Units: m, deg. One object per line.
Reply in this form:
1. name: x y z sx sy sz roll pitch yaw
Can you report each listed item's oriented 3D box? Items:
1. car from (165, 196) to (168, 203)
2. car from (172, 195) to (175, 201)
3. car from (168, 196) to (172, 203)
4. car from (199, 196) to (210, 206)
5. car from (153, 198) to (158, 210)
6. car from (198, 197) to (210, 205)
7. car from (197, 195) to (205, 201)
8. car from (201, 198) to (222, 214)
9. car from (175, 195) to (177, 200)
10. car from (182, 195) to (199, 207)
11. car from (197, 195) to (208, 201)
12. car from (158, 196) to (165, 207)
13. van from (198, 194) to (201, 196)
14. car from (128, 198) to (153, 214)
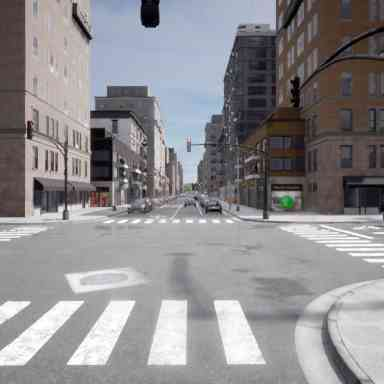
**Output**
1. car: -5.783 1.634 58.186 2.008 1.369 4.403 0 0 0
2. car: -5.802 1.694 80.229 2.008 1.369 4.403 0 0 0
3. car: -5.793 1.552 69.208 1.967 1.590 4.097 0 0 0
4. car: 2.252 1.641 47.172 1.802 1.307 4.206 0 0 0
5. car: -5.768 1.490 41.654 1.967 1.590 4.097 0 0 0
6. car: 2.237 1.647 63.704 2.008 1.369 4.403 0 0 0
7. car: 2.218 1.600 85.747 1.967 1.590 4.097 0 0 0
8. car: 2.261 1.606 36.149 1.947 1.339 4.313 0 0 0
9. car: -5.811 1.721 91.251 1.887 1.381 4.507 0 0 0
10. car: -0.292 1.621 54.171 2.033 1.411 5.357 0 0 0
11. car: 2.247 1.637 52.682 1.947 1.339 4.313 0 0 0
12. car: -5.778 1.653 52.675 1.802 1.307 4.206 0 0 0
13. van: 2.242 1.424 58.193 1.690 1.788 3.998 0 0 0
14. car: -5.764 1.480 36.143 1.967 1.590 4.097 0 0 0
